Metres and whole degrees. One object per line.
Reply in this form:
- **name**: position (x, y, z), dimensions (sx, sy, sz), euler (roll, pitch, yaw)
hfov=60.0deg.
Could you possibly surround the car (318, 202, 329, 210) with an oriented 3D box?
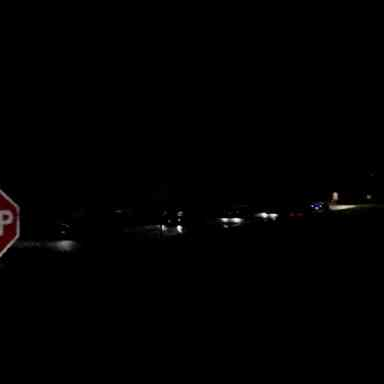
- **car**: position (20.353, 2.217, 52.733), dimensions (1.895, 1.301, 4.718), euler (-1, -1, 35)

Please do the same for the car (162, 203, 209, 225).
- **car**: position (-0.487, 1.721, 27.721), dimensions (2.097, 1.767, 4.553), euler (-1, -1, 35)

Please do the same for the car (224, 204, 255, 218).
- **car**: position (5.192, 1.988, 35.887), dimensions (1.812, 1.442, 4.674), euler (-1, -1, 35)

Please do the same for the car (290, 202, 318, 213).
- **car**: position (14.667, 2.017, 44.462), dimensions (2.128, 1.511, 4.902), euler (-1, -1, 35)

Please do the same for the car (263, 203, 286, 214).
- **car**: position (10.954, 2.118, 44.122), dimensions (1.994, 1.385, 4.181), euler (-1, -1, 35)

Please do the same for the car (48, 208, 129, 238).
- **car**: position (-5.997, 1.755, 19.781), dimensions (1.882, 1.535, 5.008), euler (-1, -1, 35)
